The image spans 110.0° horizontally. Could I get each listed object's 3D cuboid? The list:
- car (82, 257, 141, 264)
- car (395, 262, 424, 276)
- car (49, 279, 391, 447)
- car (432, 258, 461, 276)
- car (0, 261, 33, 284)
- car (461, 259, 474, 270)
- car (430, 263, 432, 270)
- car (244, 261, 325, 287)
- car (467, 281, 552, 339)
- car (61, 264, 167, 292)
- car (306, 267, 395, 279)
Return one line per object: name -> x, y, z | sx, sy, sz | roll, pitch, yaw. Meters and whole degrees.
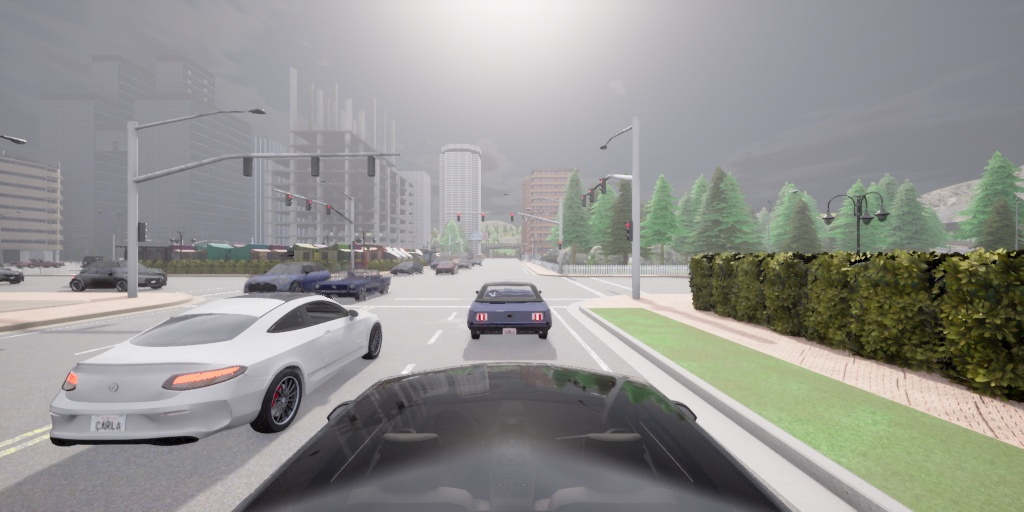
car -> -26.340, 1.102, 24.381 | 4.553, 1.767, 2.097 | 0, 0, 2
car -> -10.998, 1.297, 38.191 | 2.033, 1.411, 5.357 | 0, 0, 6
car -> -3.506, 1.276, 5.389 | 1.812, 1.442, 4.674 | 0, 0, -1
car -> -6.929, 1.228, 38.329 | 1.882, 1.535, 5.008 | 0, 0, -2
car -> -36.703, 1.255, 24.661 | 4.892, 1.490, 1.837 | 0, 0, 2
car -> -7.075, 1.256, 52.360 | 1.837, 1.490, 4.892 | 0, 0, 0
car -> -10.573, 1.102, 52.684 | 2.097, 1.767, 4.553 | 0, 0, 0
car -> -10.885, 1.102, 17.788 | 2.097, 1.767, 4.553 | 0, 0, 0
car -> -0.092, 1.351, 9.997 | 1.895, 1.301, 4.718 | 0, 0, -1
car -> -22.720, 1.314, 20.782 | 4.181, 1.385, 1.994 | 0, 0, 1
car -> -7.392, 1.351, 17.034 | 1.895, 1.301, 4.718 | 0, 0, -1
